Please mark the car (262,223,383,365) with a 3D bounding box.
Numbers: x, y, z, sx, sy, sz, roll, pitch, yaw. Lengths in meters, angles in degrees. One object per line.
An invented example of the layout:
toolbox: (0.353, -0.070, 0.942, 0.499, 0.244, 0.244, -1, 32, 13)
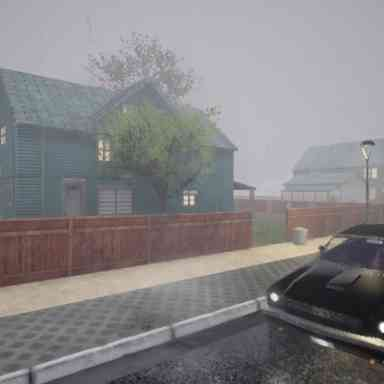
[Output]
car: (3.224, 1.371, 5.795, 4.718, 1.301, 1.895, -9, 8, -44)
